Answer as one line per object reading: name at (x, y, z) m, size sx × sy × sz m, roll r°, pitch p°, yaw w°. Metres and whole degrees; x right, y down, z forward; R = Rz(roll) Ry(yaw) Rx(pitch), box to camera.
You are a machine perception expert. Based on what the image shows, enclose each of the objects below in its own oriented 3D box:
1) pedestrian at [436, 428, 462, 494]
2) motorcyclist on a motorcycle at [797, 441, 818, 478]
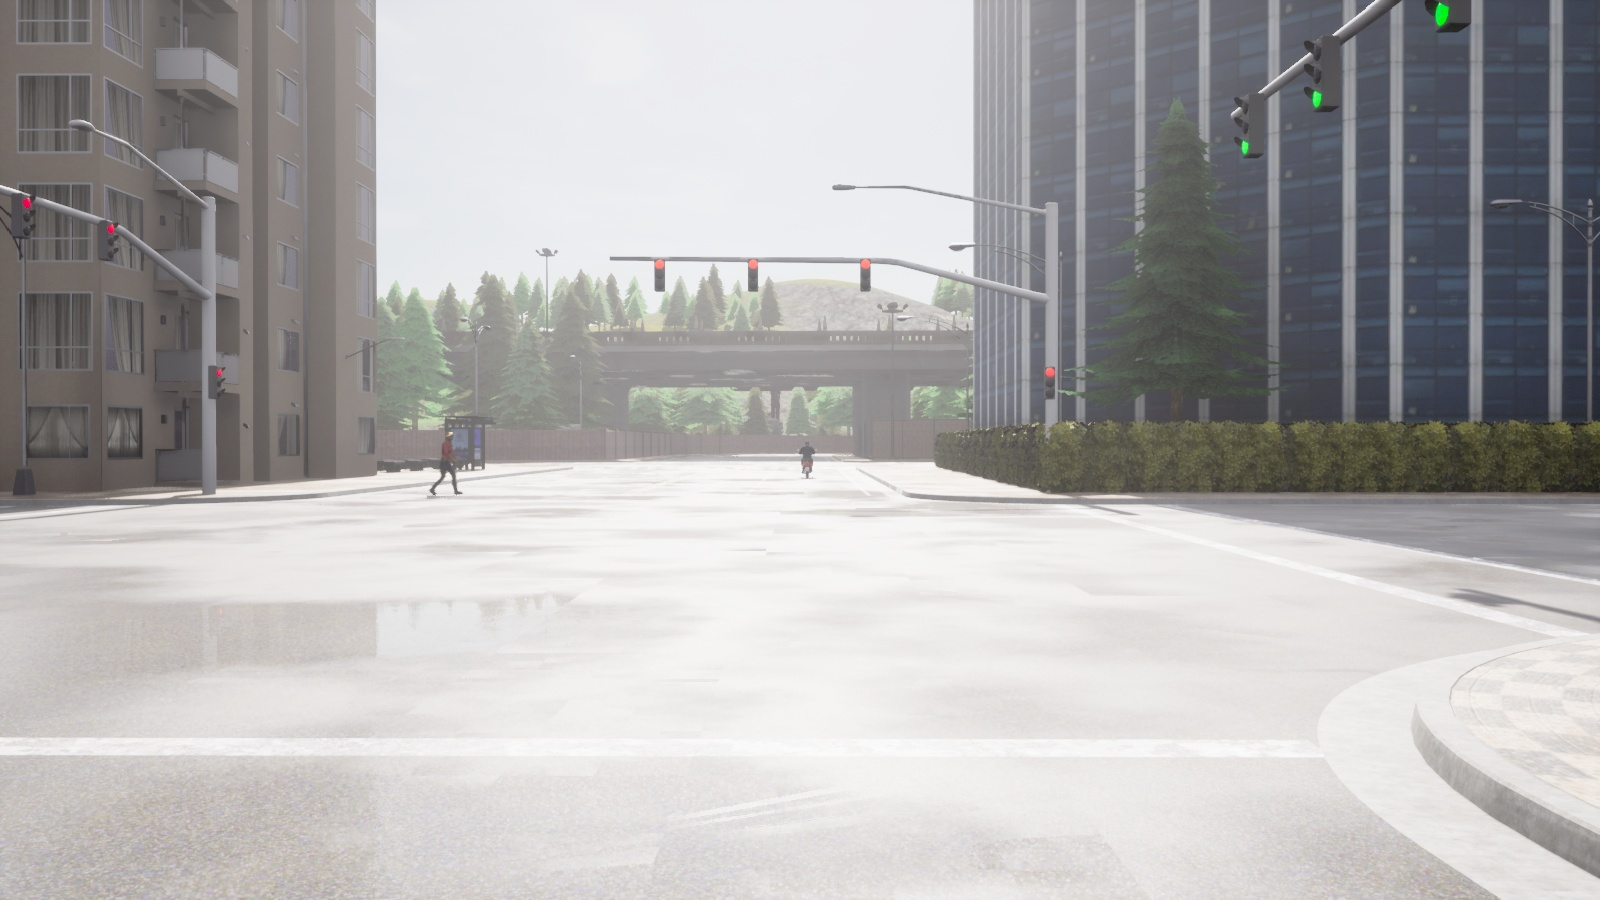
pedestrian at (-9.785, 0.308, 35.002) m, size 0.636 × 1.846 × 0.331 m, roll 0°, pitch 0°, yaw 7°
motorcyclist on a motorcycle at (0.311, 0.395, 53.750) m, size 0.866 × 1.590 × 1.817 m, roll 0°, pitch 0°, yaw 0°
